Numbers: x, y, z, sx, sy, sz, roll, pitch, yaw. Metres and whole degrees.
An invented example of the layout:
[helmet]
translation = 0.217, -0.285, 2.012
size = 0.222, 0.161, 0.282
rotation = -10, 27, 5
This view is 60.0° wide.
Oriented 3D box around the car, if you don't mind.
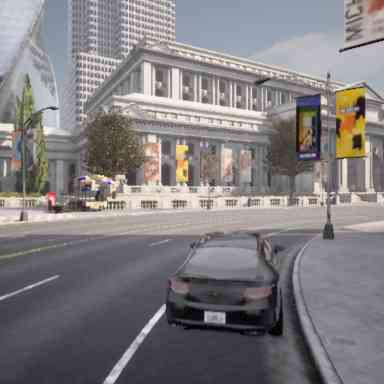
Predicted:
[car]
translation = 0.836, 1.515, 6.696
size = 1.812, 1.442, 4.674
rotation = 0, 0, 13
